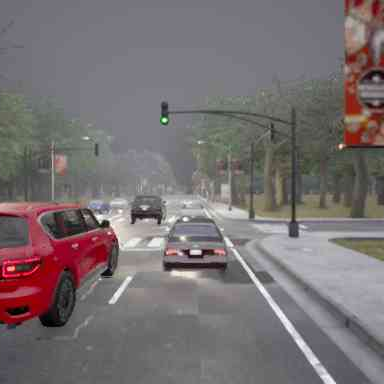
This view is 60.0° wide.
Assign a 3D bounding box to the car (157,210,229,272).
[{"bbox_3d":[0.096,1.545,10.786,2.033,1.411,5.357,0,0,0],"label":"car"}]

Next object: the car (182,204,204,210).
[{"bbox_3d":[0.080,1.601,27.191,1.895,1.301,4.718,0,0,0],"label":"car"}]

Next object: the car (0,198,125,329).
[{"bbox_3d":[-3.153,1.219,7.111,2.150,2.045,5.566,0,0,0],"label":"car"}]

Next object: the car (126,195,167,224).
[{"bbox_3d":[-3.169,1.219,24.895,2.150,2.045,5.566,0,0,0],"label":"car"}]

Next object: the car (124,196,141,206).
[{"bbox_3d":[-9.813,1.515,55.191,1.837,1.490,4.892,0,0,0],"label":"car"}]

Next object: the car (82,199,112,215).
[{"bbox_3d":[-9.867,1.527,34.849,1.812,1.442,4.674,0,0,0],"label":"car"}]
